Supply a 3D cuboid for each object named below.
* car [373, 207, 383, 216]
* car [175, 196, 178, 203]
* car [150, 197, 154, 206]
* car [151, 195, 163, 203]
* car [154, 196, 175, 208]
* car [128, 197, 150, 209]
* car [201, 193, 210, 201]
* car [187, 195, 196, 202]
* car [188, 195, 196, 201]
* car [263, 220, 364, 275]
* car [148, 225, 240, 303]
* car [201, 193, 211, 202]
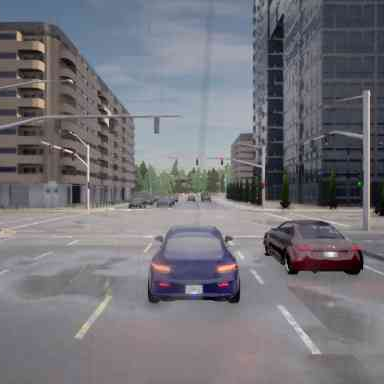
[{"bbox_3d":[19.459,1.656,30.678,4.718,1.301,1.895,0,0,0],"label":"car"},{"bbox_3d":[-3.935,1.526,58.471,1.812,1.442,4.674,0,0,1],"label":"car"},{"bbox_3d":[-7.461,1.564,54.917,1.994,1.385,4.181,0,0,2],"label":"car"},{"bbox_3d":[-7.237,1.478,69.601,1.882,1.535,5.008,0,0,1],"label":"car"},{"bbox_3d":[-3.989,1.352,48.984,2.097,1.767,4.553,0,0,0],"label":"car"},{"bbox_3d":[-7.500,1.505,46.023,1.837,1.490,4.892,0,0,1],"label":"car"},{"bbox_3d":[3.459,1.225,87.802,2.150,2.045,5.566,0,0,1],"label":"car"},{"bbox_3d":[-0.151,1.540,77.431,2.033,1.411,5.357,0,0,1],"label":"car"},{"bbox_3d":[-0.041,1.525,87.775,2.128,1.511,4.902,0,0,1],"label":"car"},{"bbox_3d":[3.556,1.564,10.496,1.994,1.385,4.181,0,0,0],"label":"car"},{"bbox_3d":[0.047,1.526,8.073,1.812,1.442,4.674,0,0,0],"label":"car"},{"bbox_3d":[3.350,1.355,77.639,2.097,1.767,4.553,0,0,1],"label":"car"}]
